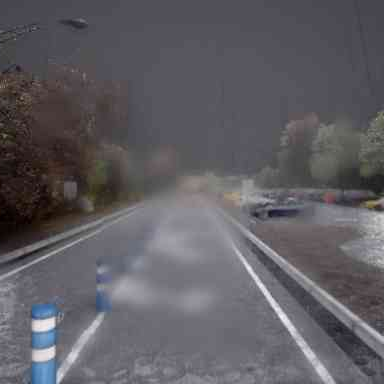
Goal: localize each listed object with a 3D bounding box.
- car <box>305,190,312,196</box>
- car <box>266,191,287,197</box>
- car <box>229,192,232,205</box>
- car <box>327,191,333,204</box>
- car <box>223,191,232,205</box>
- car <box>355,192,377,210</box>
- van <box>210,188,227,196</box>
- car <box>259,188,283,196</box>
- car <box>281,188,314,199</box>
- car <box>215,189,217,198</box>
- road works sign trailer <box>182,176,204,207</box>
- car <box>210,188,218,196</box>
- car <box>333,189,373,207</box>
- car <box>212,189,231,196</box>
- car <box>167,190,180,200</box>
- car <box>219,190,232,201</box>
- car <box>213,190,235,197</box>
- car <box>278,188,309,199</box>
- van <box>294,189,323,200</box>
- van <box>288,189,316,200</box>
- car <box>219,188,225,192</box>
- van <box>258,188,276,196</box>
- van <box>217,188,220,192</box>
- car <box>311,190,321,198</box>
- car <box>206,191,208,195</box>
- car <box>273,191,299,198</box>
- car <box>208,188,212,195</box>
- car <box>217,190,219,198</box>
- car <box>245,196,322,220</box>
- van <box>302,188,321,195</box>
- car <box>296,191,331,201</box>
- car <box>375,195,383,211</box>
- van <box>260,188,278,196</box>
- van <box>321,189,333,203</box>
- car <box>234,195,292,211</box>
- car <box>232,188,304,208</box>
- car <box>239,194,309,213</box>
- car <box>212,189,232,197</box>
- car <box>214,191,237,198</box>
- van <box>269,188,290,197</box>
[{"bbox_3d":[20.125,0.779,49.886,4.792,1.488,2.163,0,1,1],"label":"car"},{"bbox_3d":[20.354,0.395,80.351,4.674,1.452,2.002,0,1,0],"label":"car"},{"bbox_3d":[6.905,1.032,36.182,4.892,1.521,2.231,0,1,0],"label":"car"},{"bbox_3d":[19.997,0.936,41.584,4.792,1.488,2.163,0,1,0],"label":"car"},{"bbox_3d":[6.737,0.969,38.959,5.366,1.575,1.946,0,1,0],"label":"car"},{"bbox_3d":[19.769,1.081,33.278,5.366,1.575,1.946,0,1,1],"label":"car"},{"bbox_3d":[7.256,-0.007,91.685,4.442,1.987,1.878,0,1,0],"label":"van"},{"bbox_3d":[20.376,0.032,86.013,5.566,2.045,2.435,0,1,0],"label":"car"},{"bbox_3d":[20.186,0.314,63.728,5.566,2.045,2.435,0,1,0],"label":"car"},{"bbox_3d":[7.083,0.635,61.153,4.792,1.488,2.163,0,1,0],"label":"car"},{"bbox_3d":[0.073,-0.080,38.481,2.380,3.560,2.880,0,1,3],"label":"road works sign trailer"},{"bbox_3d":[6.998,0.497,69.482,5.366,1.575,1.946,0,1,0],"label":"car"},{"bbox_3d":[20.030,0.715,38.809,5.566,2.045,2.435,0,1,0],"label":"car"},{"bbox_3d":[7.271,0.199,83.358,4.553,1.767,2.185,0,1,0],"label":"car"},{"bbox_3d":[-3.202,0.507,58.499,2.097,1.767,4.553,0,1,1],"label":"car"},{"bbox_3d":[6.786,0.850,44.631,5.366,1.575,1.946,0,1,0],"label":"car"},{"bbox_3d":[7.225,0.431,75.032,4.892,1.521,2.231,0,1,0],"label":"car"},{"bbox_3d":[20.210,0.279,66.498,5.566,2.045,2.435,0,1,0],"label":"car"},{"bbox_3d":[20.284,0.409,58.188,4.442,1.987,1.878,0,1,1],"label":"van"},{"bbox_3d":[20.074,0.375,60.960,4.442,1.987,1.878,0,1,1],"label":"van"},{"bbox_3d":[7.072,0.588,52.826,4.553,1.767,2.185,0,1,0],"label":"car"},{"bbox_3d":[20.568,-0.011,91.427,4.442,1.987,1.878,0,1,1],"label":"van"},{"bbox_3d":[7.205,0.415,58.373,4.442,1.987,1.878,0,1,0],"label":"van"},{"bbox_3d":[20.103,0.824,47.247,4.792,1.488,2.163,0,1,1],"label":"car"},{"bbox_3d":[7.425,-0.067,94.460,5.566,2.045,2.435,0,1,0],"label":"car"},{"bbox_3d":[20.280,0.460,72.042,5.008,1.535,2.097,0,1,1],"label":"car"},{"bbox_3d":[7.069,0.392,77.809,5.366,1.575,1.946,0,1,0],"label":"car"},{"bbox_3d":[7.094,0.705,55.600,4.792,1.488,2.163,0,1,0],"label":"car"},{"bbox_3d":[6.775,1.297,25.081,4.792,1.488,2.163,0,1,0],"label":"car"},{"bbox_3d":[20.011,0.483,52.635,4.442,1.987,1.878,0,1,0],"label":"van"},{"bbox_3d":[20.149,0.670,55.423,5.008,1.535,2.097,0,1,1],"label":"car"},{"bbox_3d":[19.928,1.183,30.508,4.674,1.452,2.002,0,1,1],"label":"car"},{"bbox_3d":[20.545,0.022,88.782,4.442,1.987,1.878,0,1,0],"label":"van"},{"bbox_3d":[20.167,0.622,44.471,4.442,1.987,1.878,0,1,0],"label":"van"},{"bbox_3d":[7.061,1.087,33.405,5.366,1.575,1.946,0,1,0],"label":"car"},{"bbox_3d":[6.880,0.898,30.625,5.566,2.045,2.435,0,1,0],"label":"car"},{"bbox_3d":[6.833,1.208,27.856,5.008,1.535,2.097,0,1,0],"label":"car"},{"bbox_3d":[7.247,0.234,80.582,4.553,1.767,2.185,0,1,0],"label":"car"},{"bbox_3d":[7.214,0.466,72.256,4.892,1.521,2.231,0,1,0],"label":"car"},{"bbox_3d":[20.450,0.163,77.703,4.442,1.987,1.878,0,1,0],"label":"van"}]
